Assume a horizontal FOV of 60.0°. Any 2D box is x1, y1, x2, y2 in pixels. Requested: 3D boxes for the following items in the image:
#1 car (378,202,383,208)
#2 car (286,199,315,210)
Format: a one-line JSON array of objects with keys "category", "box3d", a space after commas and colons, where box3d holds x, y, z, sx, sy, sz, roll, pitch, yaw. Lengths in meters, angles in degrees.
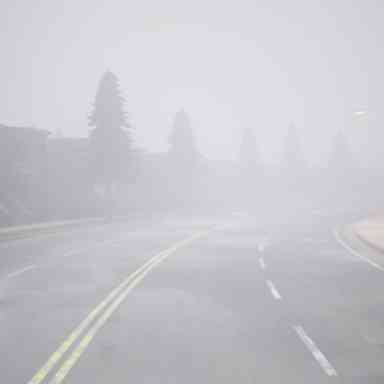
[{"category": "car", "box3d": [30.671, 1.769, 50.012, 5.357, 1.411, 2.033, 0, 0, -20]}, {"category": "car", "box3d": [15.069, 1.728, 45.992, 4.674, 1.442, 1.812, 0, 0, -34]}]
